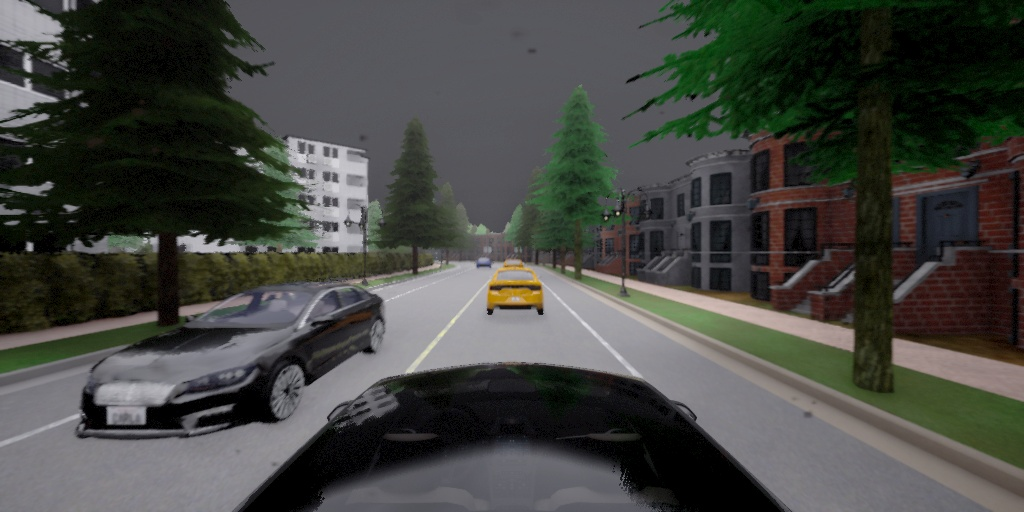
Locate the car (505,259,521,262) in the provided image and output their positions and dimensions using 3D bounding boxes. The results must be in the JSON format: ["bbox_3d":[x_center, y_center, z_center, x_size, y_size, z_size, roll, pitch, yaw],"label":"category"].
[{"bbox_3d":[0.119,1.026,31.931,1.882,1.535,5.008,0,0,0],"label":"car"}]

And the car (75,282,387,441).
[{"bbox_3d":[-3.598,1.215,5.797,2.128,1.511,4.902,0,0,0],"label":"car"}]

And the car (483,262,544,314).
[{"bbox_3d":[0.107,1.149,13.438,1.882,1.535,5.008,0,0,0],"label":"car"}]

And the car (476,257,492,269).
[{"bbox_3d":[-3.666,0.922,47.533,1.882,1.535,5.008,0,1,-1],"label":"car"}]
